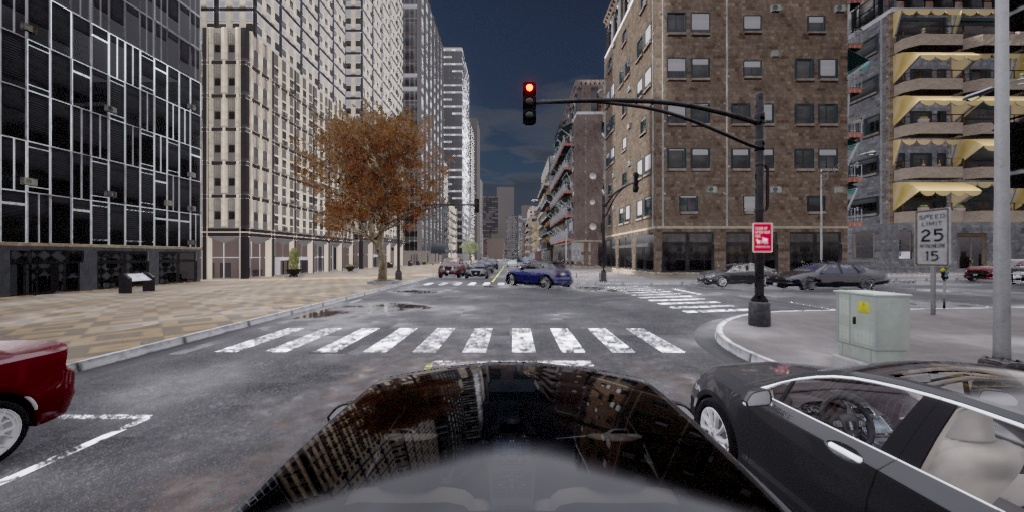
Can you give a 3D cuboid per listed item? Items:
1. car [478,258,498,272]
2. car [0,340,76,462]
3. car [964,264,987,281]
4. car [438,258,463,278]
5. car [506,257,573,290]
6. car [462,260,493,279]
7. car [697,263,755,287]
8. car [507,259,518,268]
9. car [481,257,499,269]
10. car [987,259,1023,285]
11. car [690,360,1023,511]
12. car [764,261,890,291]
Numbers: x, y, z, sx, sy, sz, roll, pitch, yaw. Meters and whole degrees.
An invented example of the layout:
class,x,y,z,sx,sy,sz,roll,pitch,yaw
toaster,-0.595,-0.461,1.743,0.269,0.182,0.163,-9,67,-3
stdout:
class,x,y,z,sx,sy,sz,roll,pitch,yaw
car,-3.105,1.318,43.041,2.033,1.411,5.357,0,0,0
car,-5.692,1.295,2.015,1.888,1.381,4.507,0,0,0
car,30.134,0.858,21.605,4.507,1.381,1.888,0,0,-1
car,-5.696,1.078,34.402,2.192,1.841,5.009,0,0,0
car,1.676,1.111,23.089,2.097,1.767,4.553,1,0,-41
car,-3.096,1.326,32.885,1.994,1.385,4.181,0,0,1
car,13.432,1.095,21.433,4.403,1.370,2.007,0,0,-1
car,0.095,1.317,63.595,1.812,1.442,4.674,0,0,0
car,-3.093,1.132,53.638,2.097,1.767,4.553,0,0,0
car,29.184,0.818,19.001,4.902,1.511,2.128,-1,0,-1
car,2.689,1.300,2.016,2.007,1.370,4.403,0,0,0
car,16.500,1.050,18.876,5.357,1.411,2.033,-1,0,-1
